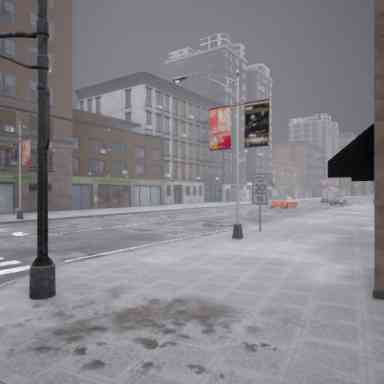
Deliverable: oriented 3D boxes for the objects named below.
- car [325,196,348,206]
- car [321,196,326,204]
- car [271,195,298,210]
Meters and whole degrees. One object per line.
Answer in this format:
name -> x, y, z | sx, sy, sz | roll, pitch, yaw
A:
car -> 22.704, 1.377, 51.482 | 2.033, 1.411, 5.357 | 0, 0, 34
car -> 24.864, 1.375, 60.288 | 2.033, 1.411, 5.357 | 0, 0, 37
car -> 11.457, 1.206, 41.083 | 2.097, 1.767, 4.553 | 0, 0, 35
